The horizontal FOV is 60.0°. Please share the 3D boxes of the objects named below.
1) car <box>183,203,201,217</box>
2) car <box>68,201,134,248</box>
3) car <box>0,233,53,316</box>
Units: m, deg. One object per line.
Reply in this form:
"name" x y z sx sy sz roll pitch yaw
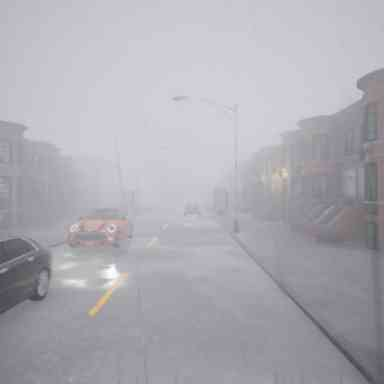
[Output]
"car" 0.033 1.869 35.655 2.033 1.411 5.357 0 0 0
"car" -4.075 1.493 15.578 2.097 1.767 4.553 0 -1 0
"car" -4.098 1.558 5.779 1.837 1.490 4.892 0 -1 0
